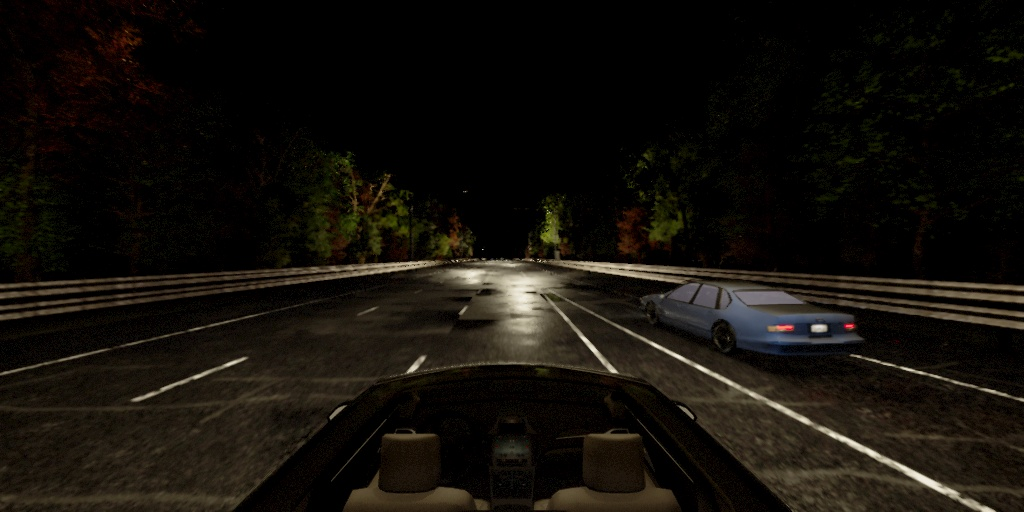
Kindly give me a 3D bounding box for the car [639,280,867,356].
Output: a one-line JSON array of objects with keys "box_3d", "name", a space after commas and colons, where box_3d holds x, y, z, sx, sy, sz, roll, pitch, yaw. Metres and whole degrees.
[{"box_3d": [5.002, 1.280, 8.598, 2.033, 1.411, 5.357, 0, 0, -5], "name": "car"}]
